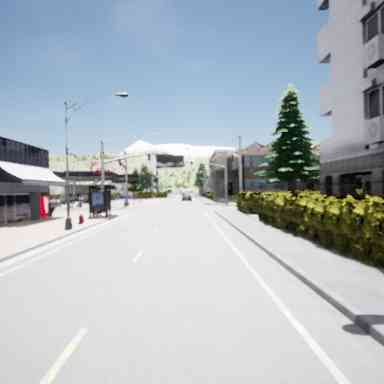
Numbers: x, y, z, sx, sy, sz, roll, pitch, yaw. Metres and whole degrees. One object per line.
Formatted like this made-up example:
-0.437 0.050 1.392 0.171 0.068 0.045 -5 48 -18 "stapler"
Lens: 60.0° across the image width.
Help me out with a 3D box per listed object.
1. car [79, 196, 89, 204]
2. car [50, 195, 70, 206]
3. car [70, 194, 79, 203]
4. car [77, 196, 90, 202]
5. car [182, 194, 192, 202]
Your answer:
-19.936 1.578 65.404 2.007 1.523 4.514 -1 0 -1 "car"
-23.465 1.641 58.287 1.970 1.475 3.806 -1 0 -1 "car"
-27.069 1.489 75.281 1.932 1.855 4.605 -1 0 -1 "car"
-27.261 1.705 83.759 1.970 1.475 3.806 -1 0 -1 "car"
-1.047 1.163 67.321 1.994 1.385 4.181 -1 0 -1 "car"
